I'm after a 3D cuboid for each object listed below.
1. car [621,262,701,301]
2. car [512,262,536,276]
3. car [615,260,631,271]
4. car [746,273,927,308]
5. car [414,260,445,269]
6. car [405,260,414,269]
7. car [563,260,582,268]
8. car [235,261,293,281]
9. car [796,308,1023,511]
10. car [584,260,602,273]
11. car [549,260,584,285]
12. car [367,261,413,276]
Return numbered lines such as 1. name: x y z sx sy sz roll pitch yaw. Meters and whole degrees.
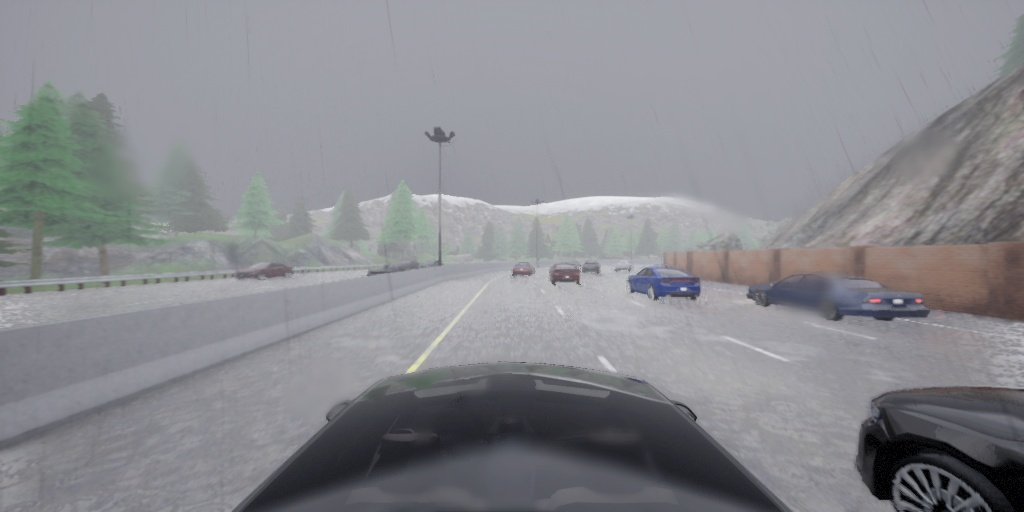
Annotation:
1. car: 7.099 1.229 17.306 1.882 1.535 5.008 0 0 0
2. car: 1.287 1.314 37.592 1.994 1.385 4.181 0 0 10
3. car: 15.256 1.279 48.389 1.812 1.442 4.674 -1 0 26
4. car: 10.596 1.299 12.351 2.033 1.411 5.357 0 0 0
5. car: -10.764 1.261 48.338 1.837 1.490 4.892 0 0 16
6. car: -14.129 1.296 49.300 2.033 1.411 5.357 0 0 16
7. car: 10.300 1.316 60.921 1.994 1.385 4.181 0 0 29
8. car: -20.726 1.225 30.173 1.882 1.535 5.008 0 0 3
9. car: 3.601 1.241 0.763 2.128 1.511 4.902 0 0 0
10. car: 9.717 1.243 43.209 2.128 1.511 4.902 -1 0 19
11. car: 3.732 1.229 25.951 1.882 1.535 5.008 0 0 3
12. car: -10.288 1.350 30.098 1.895 1.301 4.718 0 0 4
